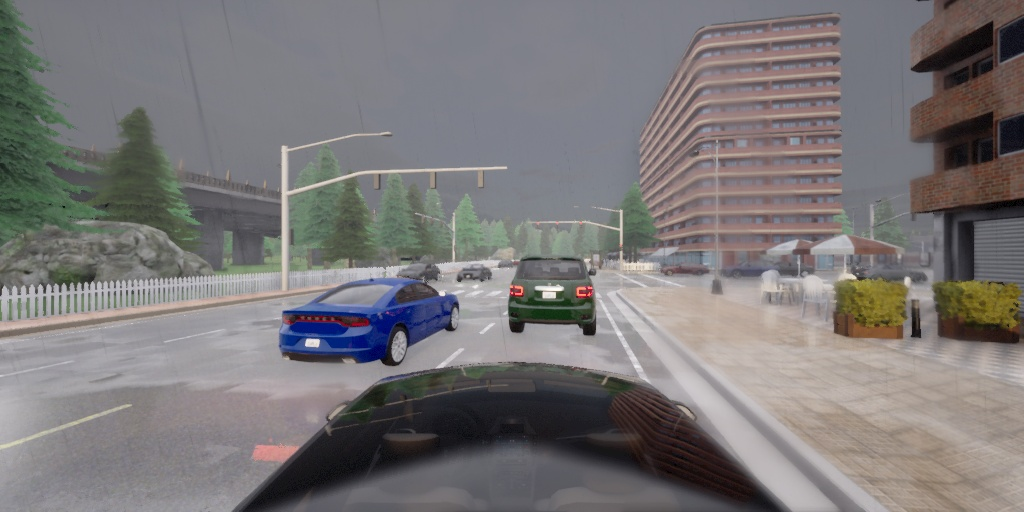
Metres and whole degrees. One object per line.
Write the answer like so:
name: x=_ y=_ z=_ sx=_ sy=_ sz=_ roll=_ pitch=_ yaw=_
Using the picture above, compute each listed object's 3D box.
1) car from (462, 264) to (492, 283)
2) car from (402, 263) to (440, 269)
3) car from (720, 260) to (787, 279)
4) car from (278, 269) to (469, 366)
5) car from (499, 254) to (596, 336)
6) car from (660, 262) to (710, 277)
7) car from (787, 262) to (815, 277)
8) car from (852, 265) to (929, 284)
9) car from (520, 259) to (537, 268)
car: x=-2.880 y=1.321 z=28.236 sx=1.994 sy=1.385 sz=4.181 roll=0 pitch=0 yaw=10
car: x=-6.755 y=1.253 z=26.426 sx=1.837 sy=1.490 sz=4.892 roll=0 pitch=0 yaw=10
car: x=21.500 y=1.154 z=32.476 sx=4.553 sy=1.767 sz=2.097 roll=0 pitch=0 yaw=10
car: x=-2.713 y=1.227 z=8.118 sx=1.882 sy=1.535 sz=5.008 roll=0 pitch=0 yaw=10
car: x=1.314 y=0.970 z=10.700 sx=2.150 sy=2.045 sz=5.566 roll=0 pitch=0 yaw=10
car: x=17.680 y=1.327 z=36.783 sx=4.674 sy=1.442 sz=1.812 roll=0 pitch=0 yaw=12
car: x=26.595 y=1.306 z=35.116 sx=4.892 sy=1.490 sz=1.837 roll=0 pitch=0 yaw=10
car: x=28.810 y=1.366 z=27.464 sx=4.181 sy=1.385 sz=1.994 roll=0 pitch=0 yaw=10
car: x=2.842 y=1.235 z=60.650 sx=2.128 sy=1.511 sz=4.902 roll=0 pitch=0 yaw=10
